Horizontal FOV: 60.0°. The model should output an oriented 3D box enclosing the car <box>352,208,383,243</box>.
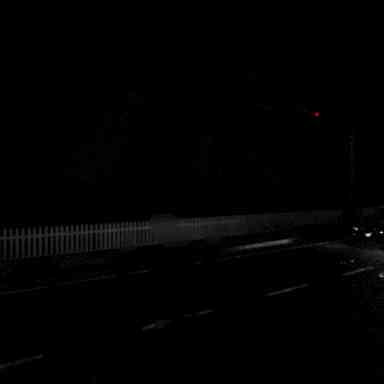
[{"bbox_3d":[9.039,1.464,14.743,4.892,1.490,1.837,0,0,-35],"label":"car"}]
